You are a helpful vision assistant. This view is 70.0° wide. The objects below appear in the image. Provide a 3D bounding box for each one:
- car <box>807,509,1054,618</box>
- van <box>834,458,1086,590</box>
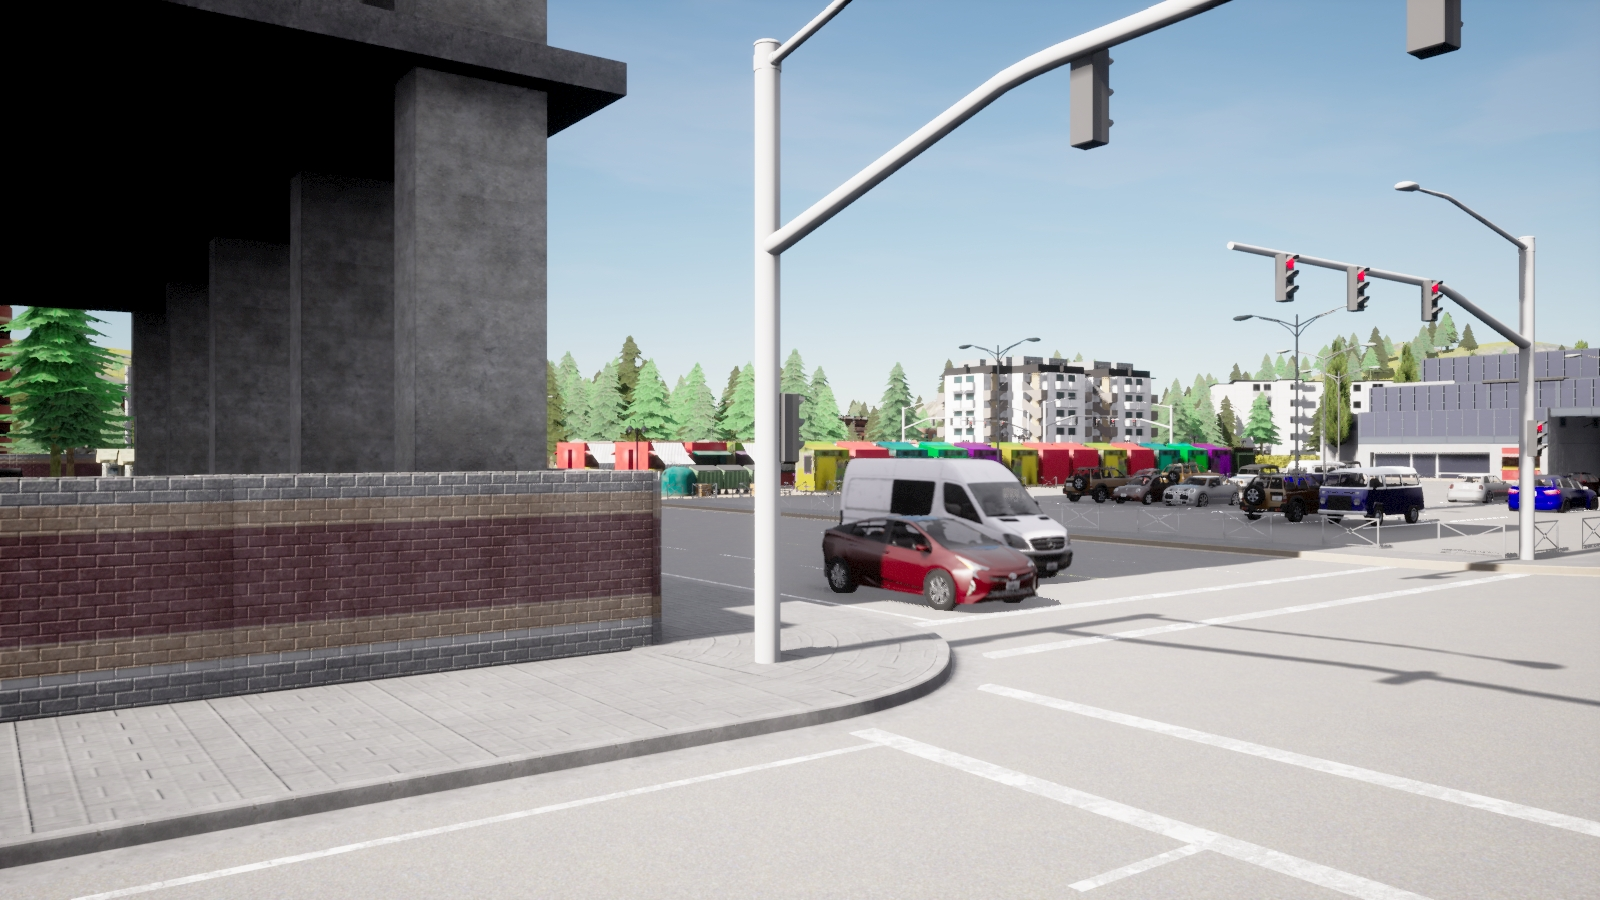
[{"bbox_3d":[2.277,1.984,21.123,2.007,1.525,4.514,0,0,-36],"label":"car"},{"bbox_3d":[3.378,1.479,25.531,1.988,2.561,5.915,0,0,-36],"label":"van"}]
